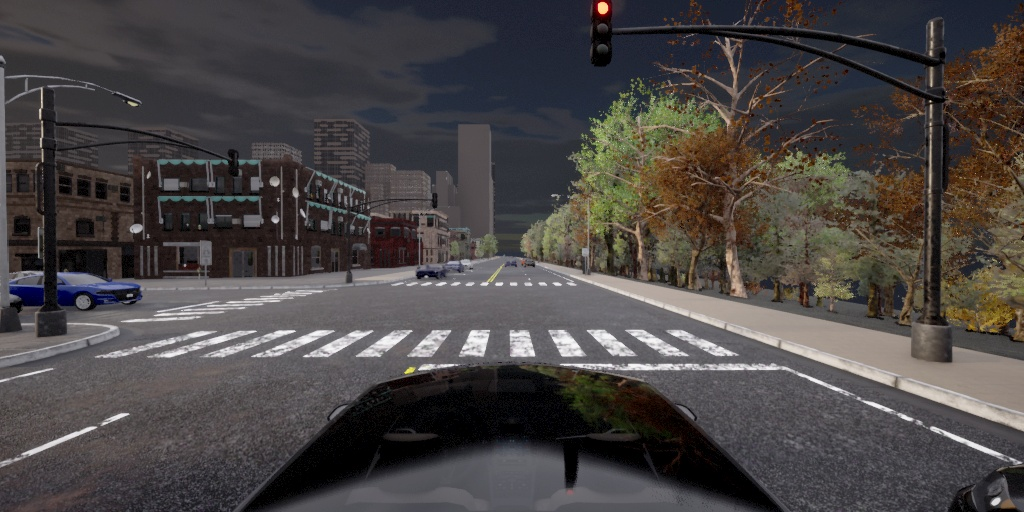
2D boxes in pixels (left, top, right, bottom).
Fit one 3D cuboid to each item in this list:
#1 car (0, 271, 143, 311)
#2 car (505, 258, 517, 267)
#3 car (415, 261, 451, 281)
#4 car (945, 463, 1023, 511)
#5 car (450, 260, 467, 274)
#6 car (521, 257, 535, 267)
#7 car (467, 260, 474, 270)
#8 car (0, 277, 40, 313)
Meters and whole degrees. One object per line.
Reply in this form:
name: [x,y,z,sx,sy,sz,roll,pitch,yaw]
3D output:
car: [-18.751,1.435,15.209,5.008,1.535,1.882,-1,1,-1]
car: [-0.203,1.078,63.995,2.097,1.767,4.553,0,0,0]
car: [-6.750,1.342,30.491,1.895,1.301,4.718,0,0,0]
car: [3.363,1.314,0.173,1.994,1.385,4.181,0,0,-1]
car: [-6.785,1.262,42.092,1.812,1.442,4.674,0,0,0]
car: [3.052,1.231,63.211,1.837,1.490,4.892,0,0,0]
car: [-6.825,1.257,53.153,1.812,1.442,4.674,0,0,0]
car: [-19.998,1.565,12.493,4.313,1.339,1.948,0,0,0]
